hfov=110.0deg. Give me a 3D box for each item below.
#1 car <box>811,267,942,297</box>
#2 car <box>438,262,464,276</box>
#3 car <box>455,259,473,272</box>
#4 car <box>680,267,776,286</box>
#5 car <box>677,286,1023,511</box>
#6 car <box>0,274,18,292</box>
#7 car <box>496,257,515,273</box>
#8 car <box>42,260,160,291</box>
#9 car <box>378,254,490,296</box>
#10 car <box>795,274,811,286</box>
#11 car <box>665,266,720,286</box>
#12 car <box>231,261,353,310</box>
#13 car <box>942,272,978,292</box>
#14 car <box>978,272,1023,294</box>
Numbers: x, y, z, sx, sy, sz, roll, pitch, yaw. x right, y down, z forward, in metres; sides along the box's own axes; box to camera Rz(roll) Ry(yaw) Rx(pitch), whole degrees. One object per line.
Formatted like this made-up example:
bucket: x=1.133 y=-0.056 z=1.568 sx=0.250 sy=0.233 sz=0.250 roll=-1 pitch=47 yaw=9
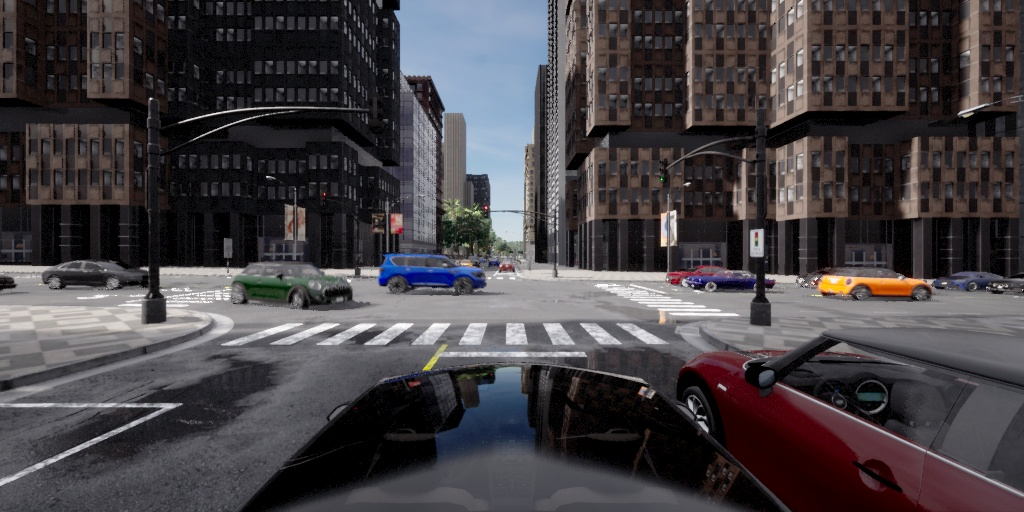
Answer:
car: x=19.184 y=1.405 z=19.032 sx=4.553 sy=1.767 sz=2.097 roll=1 pitch=0 yaw=0
car: x=-6.463 y=1.347 z=38.521 sx=1.895 sy=1.301 sz=4.718 roll=0 pitch=0 yaw=1
car: x=-6.497 y=1.247 z=48.915 sx=1.882 sy=1.535 sz=5.008 roll=0 pitch=0 yaw=0
car: x=13.526 y=1.569 z=22.447 sx=4.718 sy=1.301 sz=1.895 roll=1 pitch=0 yaw=0
car: x=2.764 y=1.190 z=2.356 sx=1.967 sy=1.591 sz=4.097 roll=0 pitch=0 yaw=0
car: x=-25.165 y=0.975 z=15.522 sx=5.357 sy=1.411 sz=2.033 roll=1 pitch=0 yaw=0
car: x=-0.606 y=1.198 z=43.747 sx=1.967 sy=1.591 sz=4.097 roll=0 pitch=0 yaw=0
car: x=-21.403 y=0.982 z=18.793 sx=4.892 sy=1.490 sz=1.837 roll=1 pitch=0 yaw=0
car: x=-4.144 y=0.940 z=18.895 sx=5.566 sy=2.045 sz=2.150 roll=1 pitch=0 yaw=0
car: x=23.135 y=1.608 z=25.752 sx=4.892 sy=1.490 sz=1.837 roll=1 pitch=0 yaw=0
car: x=13.644 y=1.443 z=25.704 sx=5.008 sy=1.535 sz=1.882 roll=1 pitch=0 yaw=0
car: x=-8.594 y=1.016 z=14.126 sx=4.553 sy=1.767 sz=2.097 roll=1 pitch=1 yaw=17
car: x=33.112 y=1.812 z=25.810 sx=4.181 sy=1.385 sz=1.994 roll=1 pitch=0 yaw=-1
car: x=33.100 y=1.757 z=22.554 sx=4.892 sy=1.490 sz=1.837 roll=1 pitch=0 yaw=0
